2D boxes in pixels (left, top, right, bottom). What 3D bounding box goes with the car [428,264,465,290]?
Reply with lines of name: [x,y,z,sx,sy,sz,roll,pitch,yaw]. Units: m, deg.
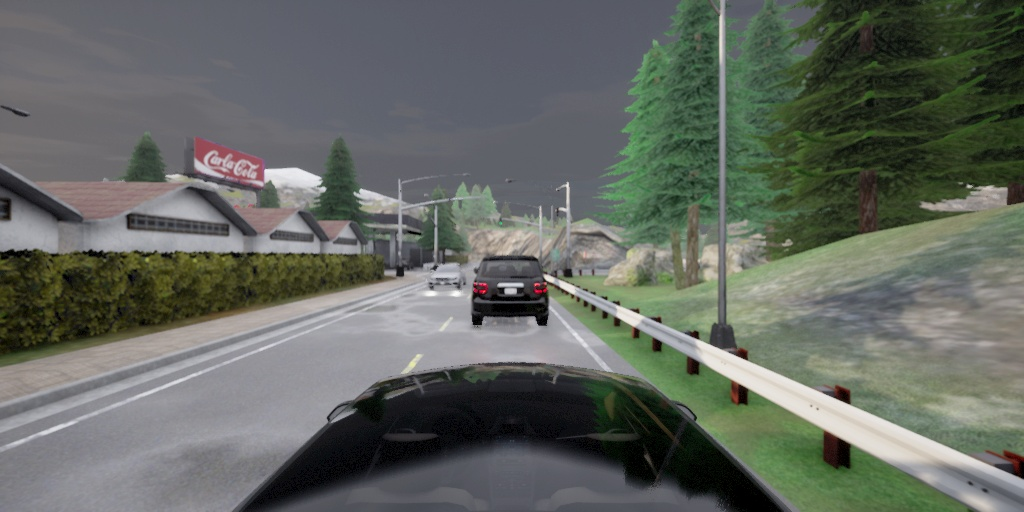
car: [-4.002,1.263,22.776,1.812,1.442,4.674,0,0,-1]

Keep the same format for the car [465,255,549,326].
car: [-0.098,0.968,11.783,2.150,2.045,5.566,0,0,-1]
